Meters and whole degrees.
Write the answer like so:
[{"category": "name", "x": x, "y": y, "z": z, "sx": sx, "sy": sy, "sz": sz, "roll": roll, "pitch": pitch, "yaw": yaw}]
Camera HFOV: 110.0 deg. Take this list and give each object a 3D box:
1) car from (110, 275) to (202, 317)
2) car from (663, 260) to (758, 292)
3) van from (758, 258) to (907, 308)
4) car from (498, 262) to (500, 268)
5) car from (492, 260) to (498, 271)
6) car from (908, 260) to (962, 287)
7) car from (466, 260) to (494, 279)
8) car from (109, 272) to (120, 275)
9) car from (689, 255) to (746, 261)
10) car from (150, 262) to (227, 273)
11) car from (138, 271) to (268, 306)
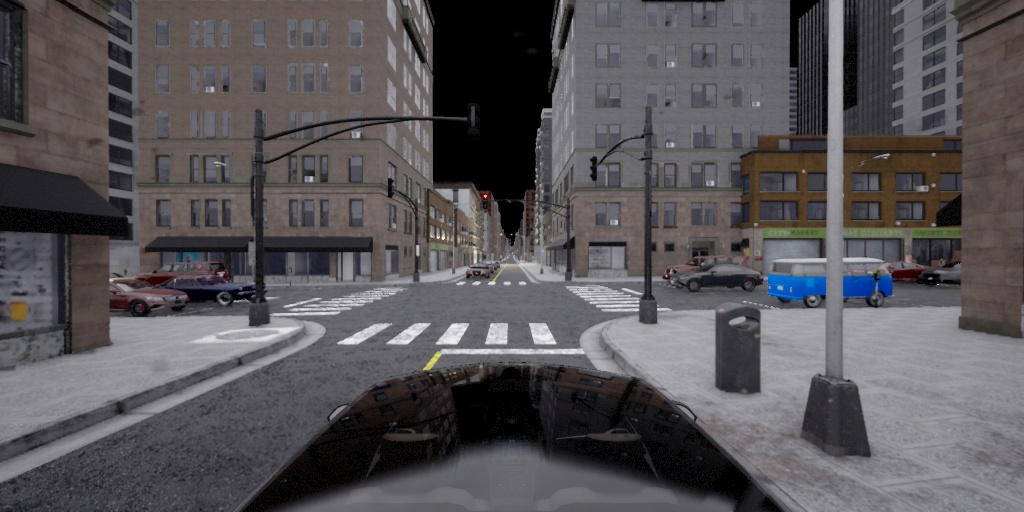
[{"category": "car", "x": -14.817, "y": 1.543, "z": 13.667, "sx": 4.207, "sy": 1.307, "sz": 1.802, "roll": 0, "pitch": 0, "yaw": 0}, {"category": "car", "x": 11.103, "y": 1.136, "z": 19.605, "sx": 4.674, "sy": 1.442, "sz": 1.812, "roll": -1, "pitch": 0, "yaw": 1}, {"category": "van", "x": 12.119, "y": 0.972, "z": 13.731, "sx": 3.998, "sy": 1.789, "sz": 1.690, "roll": 0, "pitch": 0, "yaw": 0}, {"category": "car", "x": -3.077, "y": 1.364, "z": 51.726, "sx": 1.812, "sy": 1.442, "sz": 4.674, "roll": 0, "pitch": 0, "yaw": 0}, {"category": "car", "x": -3.089, "y": 1.307, "z": 42.594, "sx": 2.128, "sy": 1.511, "sz": 4.902, "roll": 0, "pitch": 0, "yaw": 0}, {"category": "car", "x": 25.300, "y": 0.939, "z": 19.620, "sx": 4.892, "sy": 1.490, "sz": 1.837, "roll": -1, "pitch": 0, "yaw": 0}, {"category": "car", "x": -3.083, "y": 1.359, "z": 33.608, "sx": 1.994, "sy": 1.385, "sz": 4.181, "roll": 0, "pitch": 0, "yaw": 1}, {"category": "car", "x": -26.017, "y": 1.578, "z": 22.166, "sx": 4.829, "sy": 1.417, "sz": 1.751, "roll": 0, "pitch": 0, "yaw": 0}, {"category": "car", "x": 12.098, "y": 0.898, "z": 22.256, "sx": 5.009, "sy": 1.841, "sz": 2.192, "roll": 0, "pitch": 0, "yaw": 0}, {"category": "car", "x": -20.343, "y": 1.297, "z": 22.179, "sx": 5.009, "sy": 1.841, "sz": 2.192, "roll": 0, "pitch": 0, "yaw": 0}, {"category": "car", "x": -13.953, "y": 1.536, "z": 16.332, "sx": 4.718, "sy": 1.301, "sz": 1.895, "roll": -1, "pitch": 0, "yaw": 0}]
